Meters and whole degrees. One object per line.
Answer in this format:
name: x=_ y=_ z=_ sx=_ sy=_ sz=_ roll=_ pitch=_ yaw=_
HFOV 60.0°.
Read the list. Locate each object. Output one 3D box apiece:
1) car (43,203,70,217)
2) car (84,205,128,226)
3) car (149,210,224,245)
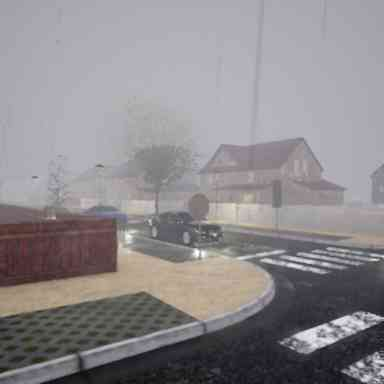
car: x=-14.827 y=1.879 z=36.154 sx=1.994 sy=1.385 sz=4.181 roll=0 pitch=0 yaw=-37
car: x=-6.546 y=1.726 z=25.078 sx=1.882 sy=1.535 sz=5.008 roll=0 pitch=0 yaw=-37
car: x=-0.413 y=1.703 z=16.889 sx=1.837 sy=1.490 sz=4.892 roll=0 pitch=0 yaw=-37
